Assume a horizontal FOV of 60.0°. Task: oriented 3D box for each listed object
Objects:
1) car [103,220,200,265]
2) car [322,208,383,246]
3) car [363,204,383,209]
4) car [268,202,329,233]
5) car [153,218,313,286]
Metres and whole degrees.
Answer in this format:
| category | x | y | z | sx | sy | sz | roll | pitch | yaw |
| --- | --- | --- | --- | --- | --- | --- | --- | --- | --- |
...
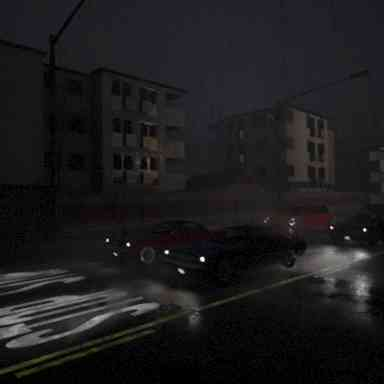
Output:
| category | x | y | z | sx | sy | sz | roll | pitch | yaw |
| --- | --- | --- | --- | --- | --- | --- | --- | --- | --- |
| car | -0.878 | 1.767 | 12.580 | 4.718 | 1.301 | 1.895 | 0 | -1 | -41 |
| car | 8.423 | 1.666 | 15.843 | 4.718 | 1.301 | 1.895 | 0 | -1 | -40 |
| car | 13.667 | 1.614 | 24.523 | 4.674 | 1.442 | 1.812 | 0 | -1 | -37 |
| car | 5.927 | 1.483 | 18.293 | 4.553 | 1.767 | 2.097 | 0 | -1 | -39 |
| car | 1.410 | 1.702 | 9.937 | 4.718 | 1.301 | 1.895 | 0 | -1 | -41 |
